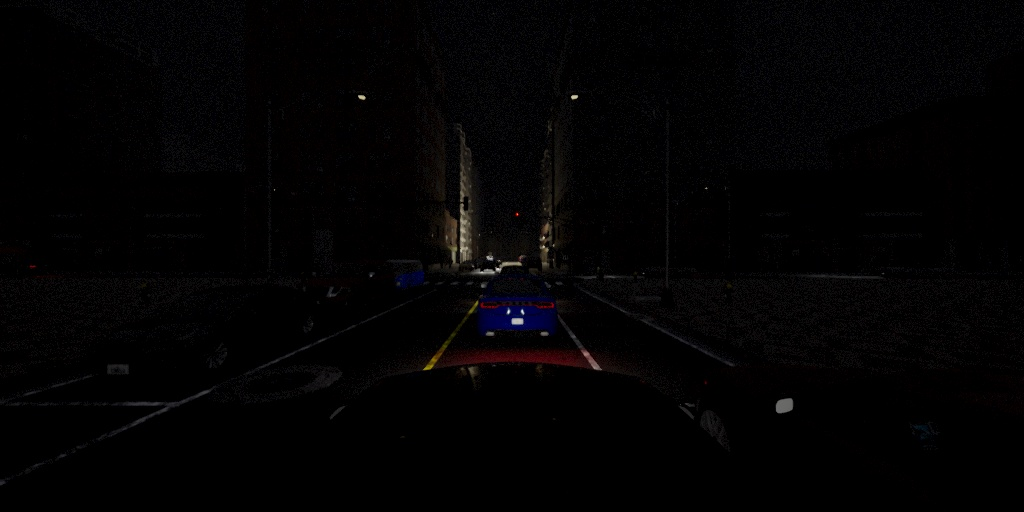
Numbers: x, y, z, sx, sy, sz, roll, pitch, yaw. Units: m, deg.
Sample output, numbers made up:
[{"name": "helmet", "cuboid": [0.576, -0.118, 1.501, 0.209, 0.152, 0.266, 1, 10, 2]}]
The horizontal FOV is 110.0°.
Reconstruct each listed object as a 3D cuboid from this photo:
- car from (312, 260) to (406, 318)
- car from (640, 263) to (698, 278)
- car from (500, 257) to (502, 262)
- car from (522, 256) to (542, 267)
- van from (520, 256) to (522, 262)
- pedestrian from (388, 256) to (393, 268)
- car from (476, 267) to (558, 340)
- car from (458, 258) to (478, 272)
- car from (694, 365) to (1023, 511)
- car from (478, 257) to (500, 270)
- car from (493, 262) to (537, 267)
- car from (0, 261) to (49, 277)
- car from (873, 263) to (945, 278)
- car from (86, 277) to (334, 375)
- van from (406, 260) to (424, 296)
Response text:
[{"name": "car", "cuboid": [-5.833, 1.062, 13.145, 2.192, 1.841, 5.009, 0, 0, 0]}, {"name": "car", "cuboid": [14.423, 1.301, 33.258, 4.718, 1.301, 1.895, 0, 0, 1]}, {"name": "car", "cuboid": [-2.961, 1.245, 57.063, 1.895, 1.301, 4.718, 0, 0, 0]}, {"name": "car", "cuboid": [2.762, 0.991, 45.759, 2.192, 1.841, 5.009, 0, 0, 0]}, {"name": "van", "cuboid": [2.798, 0.967, 62.729, 1.690, 1.789, 3.998, 0, 0, 0]}, {"name": "pedestrian", "cuboid": [-12.476, 0.837, 36.766, 0.375, 1.860, 0.375, 0, 0, 1]}, {"name": "car", "cuboid": [0.118, 1.225, 10.022, 1.882, 1.535, 5.008, 0, 0, 0]}, {"name": "car", "cuboid": [-5.764, 1.202, 45.634, 1.751, 1.417, 4.829, 0, 0, 0]}, {"name": "car", "cuboid": [2.668, 1.295, 1.822, 1.888, 1.381, 4.507, 0, 0, 0]}, {"name": "car", "cuboid": [-3.002, 1.223, 46.172, 2.033, 1.411, 5.357, 0, 0, 0]}, {"name": "car", "cuboid": [0.134, 1.248, 19.223, 1.837, 1.490, 4.892, 0, 0, 0]}, {"name": "car", "cuboid": [-47.484, 1.177, 34.291, 4.902, 1.511, 2.128, 0, 0, 1]}, {"name": "car", "cuboid": [36.292, 1.316, 32.871, 4.718, 1.301, 1.895, 0, 0, 1]}, {"name": "car", "cuboid": [-5.845, 1.314, 7.505, 1.948, 1.339, 4.313, 0, 0, 0]}, {"name": "van", "cuboid": [-5.821, 1.084, 18.786, 1.690, 1.789, 3.998, 0, 0, 0]}]
